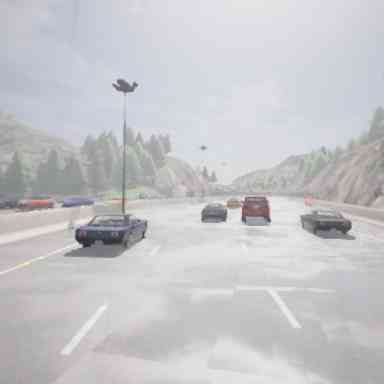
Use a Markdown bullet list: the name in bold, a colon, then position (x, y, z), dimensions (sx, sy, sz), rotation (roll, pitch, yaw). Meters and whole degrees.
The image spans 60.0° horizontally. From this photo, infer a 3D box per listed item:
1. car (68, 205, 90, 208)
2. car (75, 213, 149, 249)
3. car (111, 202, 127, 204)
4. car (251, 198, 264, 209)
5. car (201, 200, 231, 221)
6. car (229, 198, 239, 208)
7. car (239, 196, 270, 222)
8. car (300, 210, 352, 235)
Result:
- **car**: position (-13.738, 1.310, 40.361), dimensions (1.882, 1.535, 5.008), rotation (1, 0, 11)
- **car**: position (-3.208, 1.564, 14.380), dimensions (1.895, 1.301, 4.718), rotation (1, 0, 5)
- **car**: position (-9.629, 1.366, 42.973), dimensions (1.882, 1.535, 5.008), rotation (1, 0, 12)
- **car**: position (9.903, 1.677, 50.043), dimensions (1.812, 1.442, 4.674), rotation (1, 0, 14)
- **car**: position (1.959, 1.601, 28.044), dimensions (1.994, 1.385, 4.181), rotation (1, 0, 9)
- **car**: position (6.556, 1.584, 51.184), dimensions (1.882, 1.535, 5.008), rotation (0, 0, 14)
- **car**: position (5.252, 1.302, 27.544), dimensions (2.150, 2.045, 5.566), rotation (0, 0, 9)
- **car**: position (7.795, 1.712, 19.895), dimensions (1.895, 1.301, 4.718), rotation (1, 0, 7)
